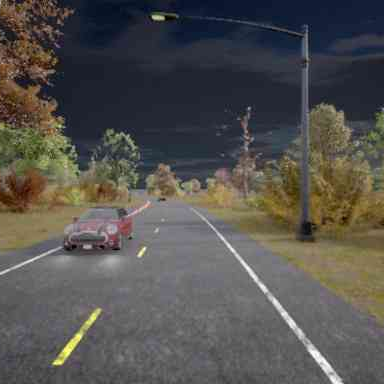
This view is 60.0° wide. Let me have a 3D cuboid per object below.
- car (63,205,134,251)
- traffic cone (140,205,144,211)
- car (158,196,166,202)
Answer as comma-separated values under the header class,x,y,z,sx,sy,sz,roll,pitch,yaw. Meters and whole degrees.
class,x,y,z,sx,sy,sz,roll,pitch,yaw
car,-3.811,1.392,14.228,2.097,1.767,4.553,0,0,-1
traffic cone,-6.260,2.053,40.355,0.340,0.580,0.340,0,0,-4
car,-7.400,1.750,82.332,1.895,1.301,4.718,0,0,-9
